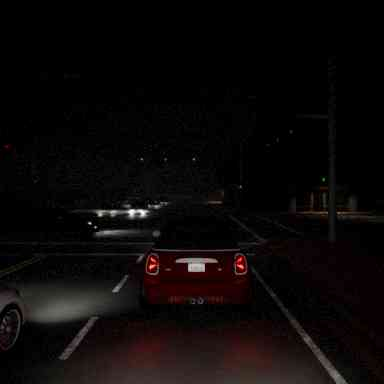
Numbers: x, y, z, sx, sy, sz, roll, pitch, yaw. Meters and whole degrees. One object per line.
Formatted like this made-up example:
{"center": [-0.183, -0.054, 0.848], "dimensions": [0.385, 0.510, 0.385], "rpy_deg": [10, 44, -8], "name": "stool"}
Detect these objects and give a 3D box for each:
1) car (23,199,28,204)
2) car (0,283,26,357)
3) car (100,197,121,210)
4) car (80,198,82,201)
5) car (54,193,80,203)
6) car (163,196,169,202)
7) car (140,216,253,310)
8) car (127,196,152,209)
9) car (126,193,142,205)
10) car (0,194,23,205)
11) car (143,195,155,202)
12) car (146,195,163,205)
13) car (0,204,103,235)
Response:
{"center": [-24.810, 1.155, 45.756], "dimensions": [3.866, 1.878, 1.905], "rpy_deg": [0, 0, 0], "name": "car"}
{"center": [-3.433, 1.526, 3.078], "dimensions": [1.812, 1.442, 4.674], "rpy_deg": [0, 0, 1], "name": "car"}
{"center": [-10.624, 1.477, 43.515], "dimensions": [1.882, 1.535, 5.008], "rpy_deg": [0, 0, 1], "name": "car"}
{"center": [-24.771, 1.394, 68.275], "dimensions": [3.806, 1.475, 1.970], "rpy_deg": [0, 0, 0], "name": "car"}
{"center": [-24.790, 1.155, 65.379], "dimensions": [3.866, 1.878, 1.905], "rpy_deg": [0, 0, 0], "name": "car"}
{"center": [-6.215, 1.501, 73.761], "dimensions": [1.994, 1.385, 4.181], "rpy_deg": [0, 0, 2], "name": "car"}
{"center": [0.081, 1.352, 7.981], "dimensions": [2.097, 1.767, 4.553], "rpy_deg": [0, 0, 0], "name": "car"}
{"center": [-7.093, 1.600, 45.357], "dimensions": [1.895, 1.301, 4.718], "rpy_deg": [0, 0, 0], "name": "car"}
{"center": [-10.193, 1.219, 59.384], "dimensions": [2.150, 2.045, 5.566], "rpy_deg": [0, 0, 3], "name": "car"}
{"center": [-24.873, 1.153, 42.862], "dimensions": [4.605, 1.855, 1.932], "rpy_deg": [0, 0, 0], "name": "car"}
{"center": [-9.681, 1.413, 75.000], "dimensions": [1.882, 1.535, 5.008], "rpy_deg": [0, 0, 2], "name": "car"}
{"center": [-6.741, 1.503, 58.124], "dimensions": [1.837, 1.490, 4.892], "rpy_deg": [0, 0, 2], "name": "car"}
{"center": [-8.019, 1.575, 18.398], "dimensions": [5.357, 1.411, 2.033], "rpy_deg": [0, 0, -2], "name": "car"}
